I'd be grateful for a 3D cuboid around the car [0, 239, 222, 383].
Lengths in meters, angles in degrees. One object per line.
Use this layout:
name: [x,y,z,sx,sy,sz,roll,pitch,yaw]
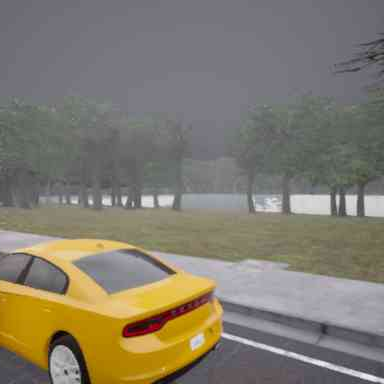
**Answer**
car: [-1.950,1.468,5.082,5.008,1.535,1.882,0,0,36]
